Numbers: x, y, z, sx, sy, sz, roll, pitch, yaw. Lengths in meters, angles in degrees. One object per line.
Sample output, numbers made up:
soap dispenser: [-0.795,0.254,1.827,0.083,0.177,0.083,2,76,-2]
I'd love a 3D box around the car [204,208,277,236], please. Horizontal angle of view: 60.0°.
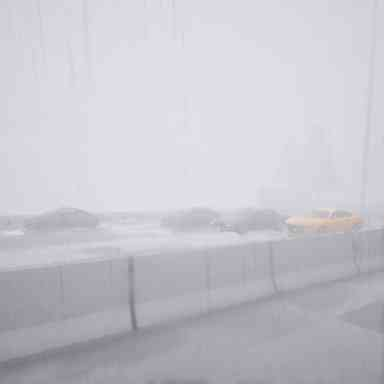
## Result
car: [3.587,1.648,19.415,5.357,1.411,2.033,1,0,-35]

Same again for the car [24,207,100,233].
car: [-7.721,1.601,19.974,4.181,1.385,1.994,0,0,-35]

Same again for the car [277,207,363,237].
car: [7.026,1.590,17.557,5.008,1.535,1.882,1,0,-35]

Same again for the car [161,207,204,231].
car: [0.122,1.652,21.249,4.181,1.385,1.994,1,0,-35]
